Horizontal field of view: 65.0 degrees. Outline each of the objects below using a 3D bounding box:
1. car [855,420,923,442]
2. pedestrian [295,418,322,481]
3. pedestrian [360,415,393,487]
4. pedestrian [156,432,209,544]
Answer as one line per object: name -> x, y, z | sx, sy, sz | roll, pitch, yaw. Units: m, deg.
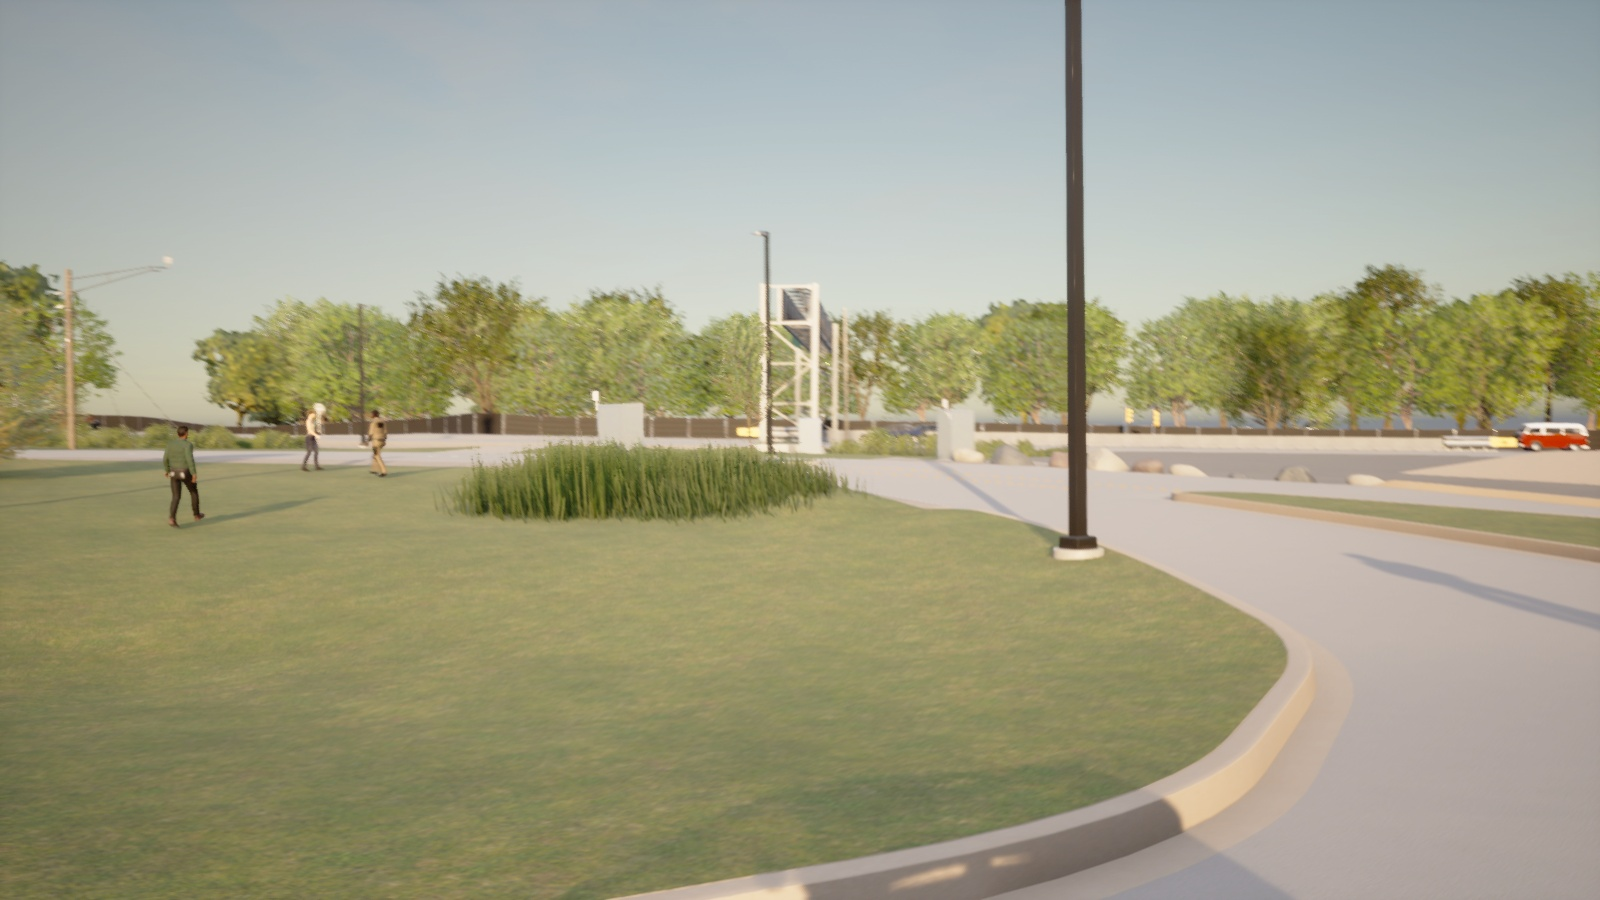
car -> 6.349, -1.342, 89.469 | 4.792, 1.488, 2.163 | -1, 1, 4
pedestrian -> -14.457, -0.016, 36.976 | 0.594, 1.836, 0.345 | -2, 1, -4
pedestrian -> -11.406, 0.030, 33.807 | 0.692, 1.930, 0.396 | -1, 1, 27
pedestrian -> -10.981, 0.656, 22.361 | 0.423, 1.949, 0.788 | -2, 1, 4
